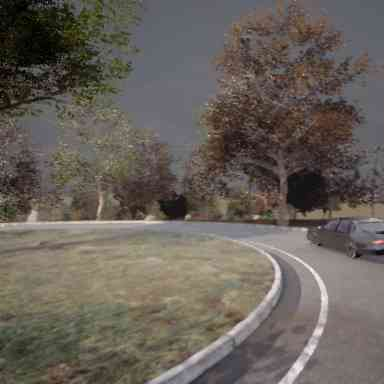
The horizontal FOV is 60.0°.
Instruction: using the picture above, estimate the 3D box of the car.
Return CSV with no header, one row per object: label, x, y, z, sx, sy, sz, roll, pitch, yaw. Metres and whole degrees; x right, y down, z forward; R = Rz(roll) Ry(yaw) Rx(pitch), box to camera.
car,6.435,1.701,13.220,2.033,1.411,5.357,-1,-1,-4
